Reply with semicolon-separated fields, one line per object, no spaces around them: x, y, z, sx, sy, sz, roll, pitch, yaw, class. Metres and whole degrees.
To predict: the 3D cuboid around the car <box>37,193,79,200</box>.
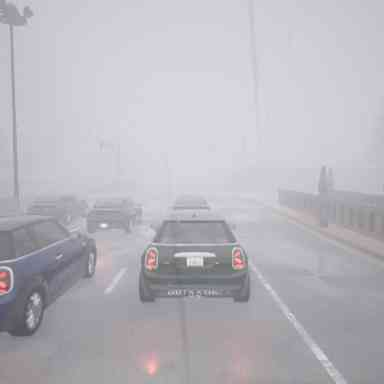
-7.046;0.836;17.913;1.837;1.490;4.892;0;3;-1;car

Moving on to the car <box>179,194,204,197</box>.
-0.039;0.846;17.333;1.882;1.535;5.008;0;3;0;car

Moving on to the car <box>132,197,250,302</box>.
0.037;1.197;8.094;2.097;1.767;4.553;0;2;0;car

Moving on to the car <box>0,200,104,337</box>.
-3.451;1.243;6.657;2.097;1.767;4.553;0;2;-1;car

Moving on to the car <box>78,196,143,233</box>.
-3.531;0.961;15.754;1.837;1.490;4.892;0;3;0;car
